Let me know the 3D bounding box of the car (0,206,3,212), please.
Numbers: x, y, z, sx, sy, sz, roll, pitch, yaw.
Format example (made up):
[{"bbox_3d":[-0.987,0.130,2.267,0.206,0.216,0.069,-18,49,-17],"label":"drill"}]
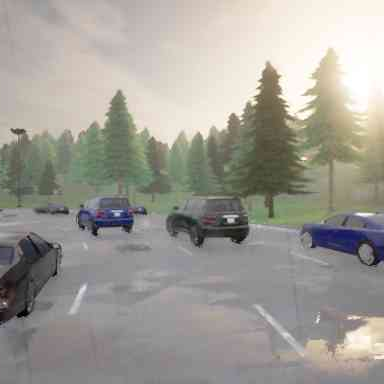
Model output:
[{"bbox_3d":[-22.903,1.763,36.132,5.357,1.411,2.033,-1,0,28],"label":"car"}]

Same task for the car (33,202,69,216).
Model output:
[{"bbox_3d":[-14.827,1.692,34.916,4.181,1.385,1.994,-1,0,36],"label":"car"}]

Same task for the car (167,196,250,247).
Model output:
[{"bbox_3d":[0.535,1.200,15.337,2.150,2.045,5.566,0,0,-21],"label":"car"}]

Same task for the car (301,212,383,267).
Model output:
[{"bbox_3d":[5.661,1.404,11.332,1.882,1.535,5.008,0,0,-14],"label":"car"}]

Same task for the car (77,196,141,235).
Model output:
[{"bbox_3d":[-5.147,1.258,19.351,2.150,2.045,5.566,0,0,-30],"label":"car"}]

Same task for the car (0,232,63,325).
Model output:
[{"bbox_3d":[-4.143,1.586,7.229,2.033,1.411,5.357,-1,0,-13],"label":"car"}]

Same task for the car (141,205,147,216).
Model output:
[{"bbox_3d":[-6.220,1.600,32.509,1.994,1.385,4.181,-1,0,-44],"label":"car"}]
